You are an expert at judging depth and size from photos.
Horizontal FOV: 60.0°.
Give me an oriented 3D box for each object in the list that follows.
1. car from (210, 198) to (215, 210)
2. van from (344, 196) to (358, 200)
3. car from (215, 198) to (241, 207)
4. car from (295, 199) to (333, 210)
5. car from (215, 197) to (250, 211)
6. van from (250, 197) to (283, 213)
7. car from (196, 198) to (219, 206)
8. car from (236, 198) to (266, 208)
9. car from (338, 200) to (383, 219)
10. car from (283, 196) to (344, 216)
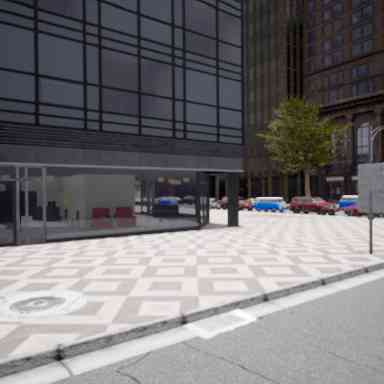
[{"bbox_3d":[2.509,1.834,48.055,2.008,1.369,4.403,-2,0,-35],"label":"car"},{"bbox_3d":[19.319,1.352,39.114,1.690,1.788,3.998,-2,0,-35],"label":"van"},{"bbox_3d":[6.162,1.769,57.630,1.887,1.381,4.507,-2,0,-35],"label":"car"},{"bbox_3d":[16.034,1.633,43.744,1.947,1.339,4.313,-2,0,-35],"label":"car"},{"bbox_3d":[5.794,1.546,43.425,2.192,1.841,5.009,-2,0,-35],"label":"car"},{"bbox_3d":[9.086,1.518,38.796,1.690,1.788,3.998,-2,0,-35],"label":"van"},{"bbox_3d":[2.872,1.825,62.258,2.008,1.369,4.403,-2,0,-35],"label":"car"},{"bbox_3d":[9.353,1.700,53.140,1.752,1.417,4.829,-2,0,-35],"label":"car"},{"bbox_3d":[15.673,1.646,29.539,1.802,1.307,4.206,-2,0,-35],"label":"car"},{"bbox_3d":[12.376,1.437,34.167,2.192,1.841,5.009,-2,0,-35],"label":"car"}]
